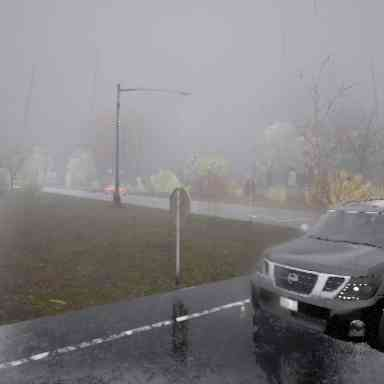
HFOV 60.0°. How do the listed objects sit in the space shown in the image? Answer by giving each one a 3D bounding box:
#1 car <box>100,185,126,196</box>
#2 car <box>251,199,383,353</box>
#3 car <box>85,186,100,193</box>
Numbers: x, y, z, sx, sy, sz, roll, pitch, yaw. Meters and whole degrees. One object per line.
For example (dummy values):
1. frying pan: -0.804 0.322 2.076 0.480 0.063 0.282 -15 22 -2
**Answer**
1. car: -12.092 -0.383 52.021 2.097 1.767 4.553 0 2 -36
2. car: 3.659 1.216 6.479 5.566 2.045 2.150 -2 1 -35
3. car: -17.731 -0.445 59.864 1.895 1.301 4.718 0 2 -36
